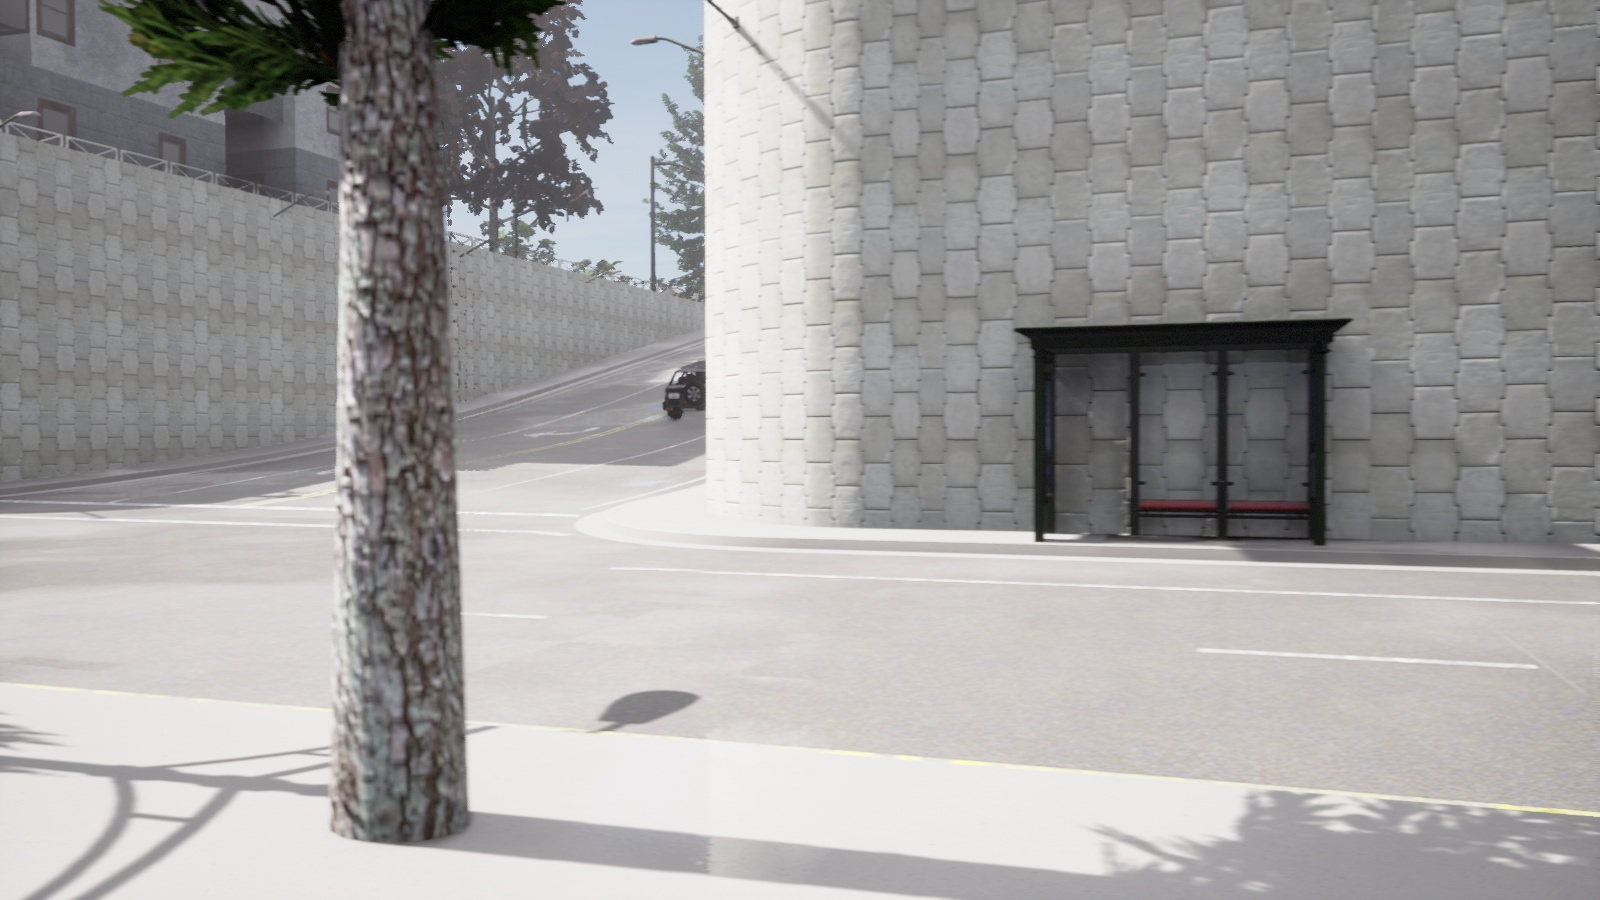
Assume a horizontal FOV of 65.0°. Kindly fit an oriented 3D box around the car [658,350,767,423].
[{"bbox_3d":[-2.871,-2.191,42.346,1.932,1.855,4.605,1,11,19],"label":"car"}]
